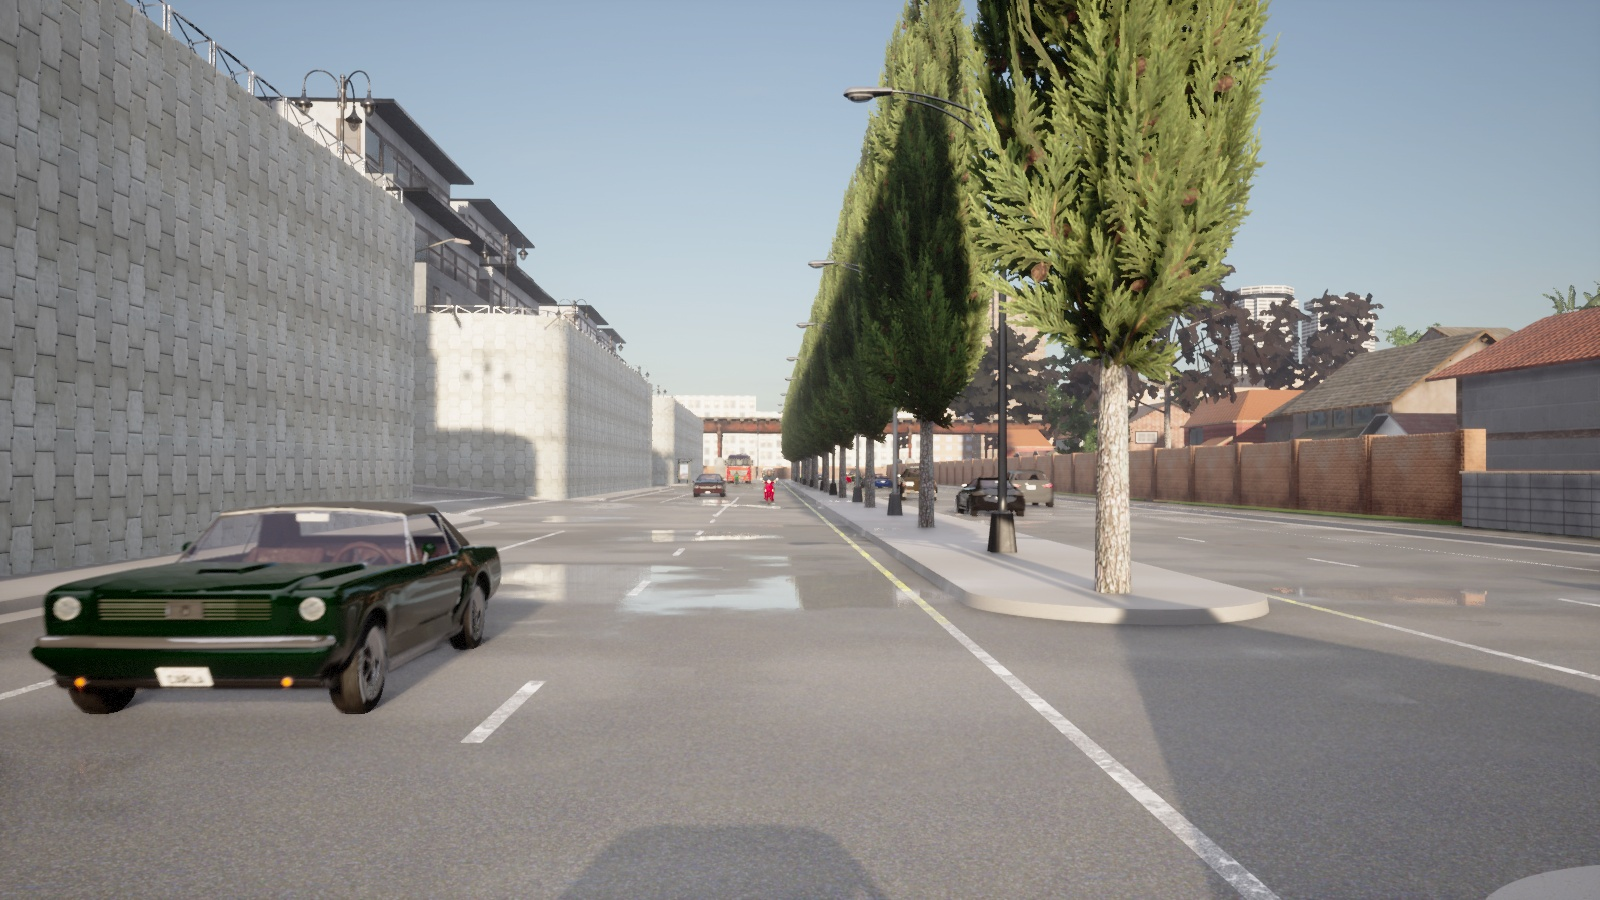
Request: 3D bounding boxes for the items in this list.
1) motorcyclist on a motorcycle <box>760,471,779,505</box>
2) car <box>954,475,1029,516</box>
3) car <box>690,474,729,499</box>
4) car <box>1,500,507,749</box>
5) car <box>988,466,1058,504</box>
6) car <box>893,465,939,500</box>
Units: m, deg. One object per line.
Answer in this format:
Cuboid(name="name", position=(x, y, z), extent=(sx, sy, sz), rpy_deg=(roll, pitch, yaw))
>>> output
Cuboid(name="motorcyclist on a motorcycle", position=(-1.420, 1.749, 58.208), extent=(0.866, 1.590, 1.817), rpy_deg=(0, -1, -1))
Cuboid(name="car", position=(6.902, 1.617, 45.767), extent=(1.994, 1.385, 4.181), rpy_deg=(0, -1, -1))
Cuboid(name="car", position=(-5.348, 2.137, 74.815), extent=(2.033, 1.411, 5.357), rpy_deg=(0, -1, -2))
Cuboid(name="car", position=(-3.674, 1.090, 9.553), extent=(1.895, 1.301, 4.718), rpy_deg=(0, -1, -1))
Cuboid(name="car", position=(10.106, 1.579, 57.328), extent=(2.242, 1.667, 4.611), rpy_deg=(0, -1, -1))
Cuboid(name="car", position=(6.312, 1.758, 68.764), extent=(1.932, 1.855, 4.605), rpy_deg=(0, -1, -1))
